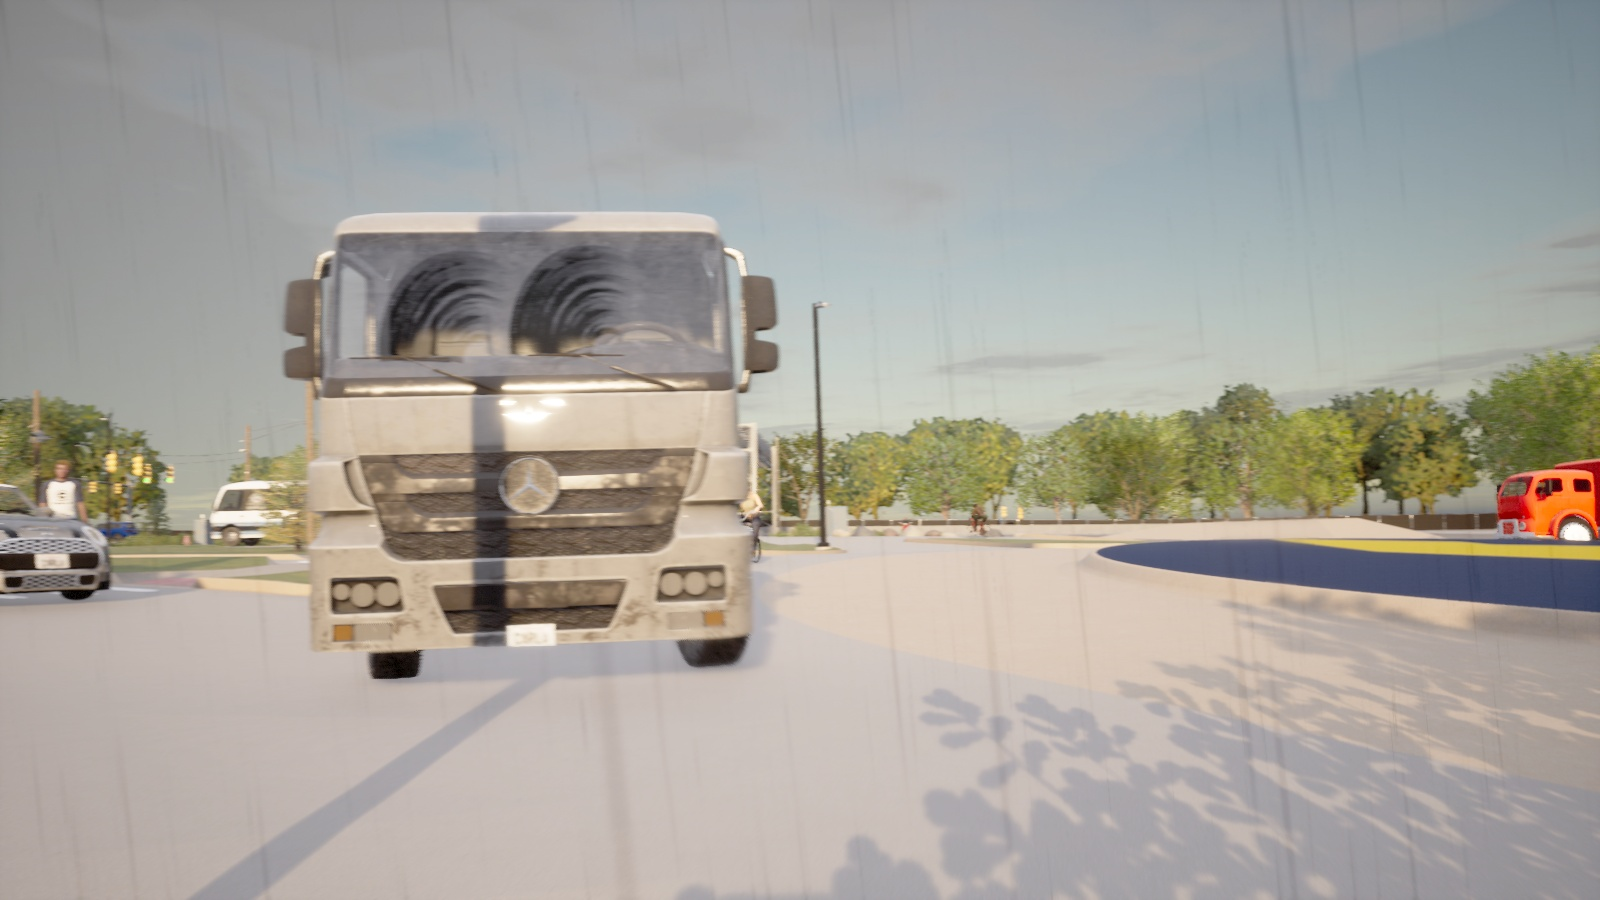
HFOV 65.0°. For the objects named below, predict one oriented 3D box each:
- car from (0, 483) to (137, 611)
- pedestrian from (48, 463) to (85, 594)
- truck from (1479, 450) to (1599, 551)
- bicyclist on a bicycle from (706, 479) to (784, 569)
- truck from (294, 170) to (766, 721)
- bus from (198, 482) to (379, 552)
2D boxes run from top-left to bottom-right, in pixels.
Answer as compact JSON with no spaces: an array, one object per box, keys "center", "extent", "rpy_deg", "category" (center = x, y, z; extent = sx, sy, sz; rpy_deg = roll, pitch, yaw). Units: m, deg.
[{"center":[-10.588,1.177,15.912],"extent":[3.806,1.475,1.970],"rpy_deg":[-1,-4,27],"category":"car"},{"center":[-10.515,1.123,18.019],"extent":[0.354,1.836,0.706],"rpy_deg":[-1,-4,-22],"category":"pedestrian"},{"center":[20.989,1.373,32.627],"extent":[5.204,2.467,2.627],"rpy_deg":[1,-5,2],"category":"truck"},{"center":[-1.020,1.369,23.632],"extent":[0.866,1.612,1.509],"rpy_deg":[-3,-3,22],"category":"bicyclist on a bicycle"},{"center":[-2.151,0.081,12.020],"extent":[2.891,3.462,7.936],"rpy_deg":[-2,-2,-6],"category":"truck"},{"center":[-33.425,4.410,82.427],"extent":[10.273,4.253,3.944],"rpy_deg":[-2,-4,1],"category":"bus"}]
